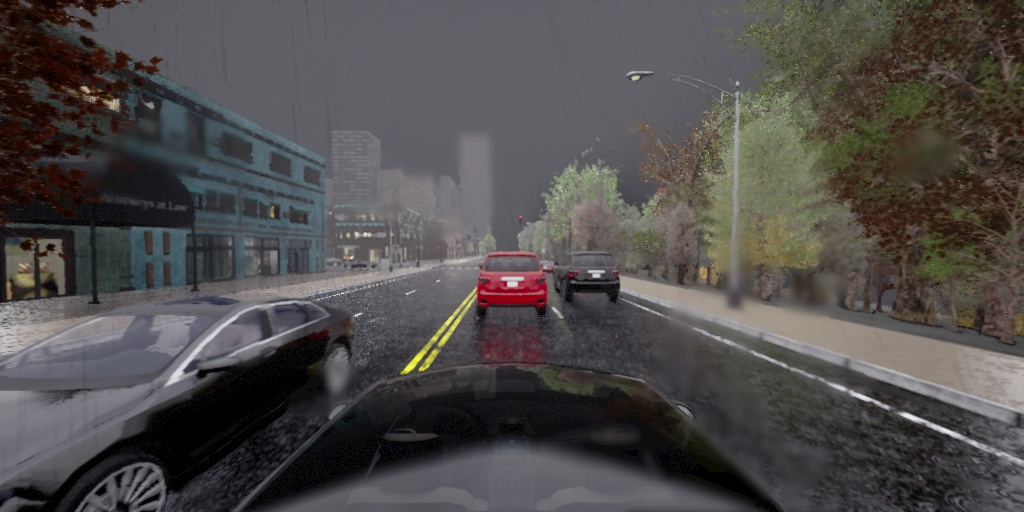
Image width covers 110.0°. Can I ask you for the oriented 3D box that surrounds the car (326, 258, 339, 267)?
[{"bbox_3d":[-29.066,0.985,57.198,4.403,1.370,2.007,0,0,-1],"label":"car"}]

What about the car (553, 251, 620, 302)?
[{"bbox_3d":[3.181,0.815,16.212,2.150,2.045,5.566,0,0,0],"label":"car"}]

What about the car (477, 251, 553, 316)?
[{"bbox_3d":[-0.026,0.854,12.799,2.150,2.045,5.566,0,1,-1],"label":"car"}]

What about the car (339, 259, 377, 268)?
[{"bbox_3d":[-20.607,1.075,48.811,4.313,1.339,1.948,0,0,-1],"label":"car"}]

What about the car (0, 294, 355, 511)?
[{"bbox_3d":[-3.368,1.221,3.713,2.128,1.511,4.902,0,1,0],"label":"car"}]
